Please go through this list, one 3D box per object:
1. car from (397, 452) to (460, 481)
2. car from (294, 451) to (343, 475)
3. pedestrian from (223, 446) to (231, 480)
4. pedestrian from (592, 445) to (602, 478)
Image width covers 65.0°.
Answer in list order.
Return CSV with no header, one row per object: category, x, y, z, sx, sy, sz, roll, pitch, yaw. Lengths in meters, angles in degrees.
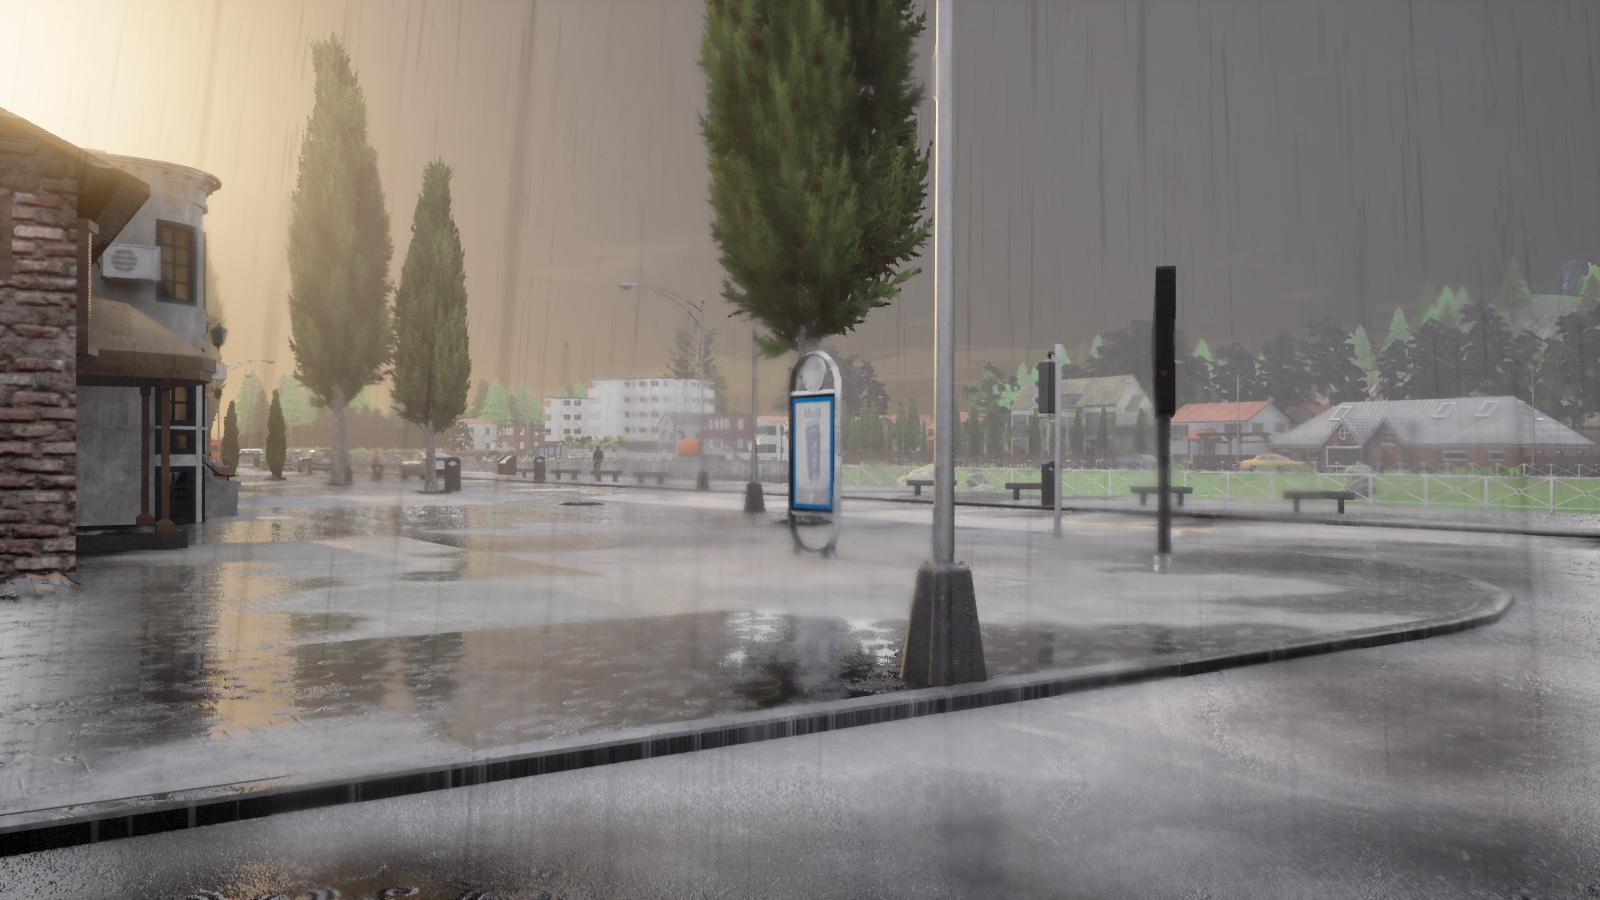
car,-20.390,0.903,68.740,2.007,1.525,4.514,0,0,-34
car,-33.914,0.877,88.414,2.242,1.667,4.611,0,0,-34
pedestrian,-30.901,0.686,67.669,0.331,1.846,0.634,0,0,-31
pedestrian,-11.444,0.652,70.801,0.370,1.835,0.726,0,0,-27
